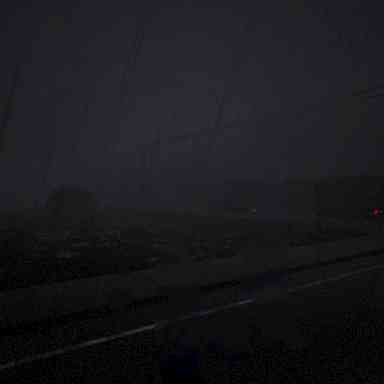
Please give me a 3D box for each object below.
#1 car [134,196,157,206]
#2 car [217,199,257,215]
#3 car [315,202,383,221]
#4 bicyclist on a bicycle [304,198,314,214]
[{"bbox_3d":[-7.123,1.359,50.536,2.097,1.767,4.553,0,0,-33],"label":"car"},{"bbox_3d":[4.462,1.500,33.370,2.128,1.511,4.902,0,0,-34],"label":"car"},{"bbox_3d":[13.052,1.554,27.679,2.033,1.411,5.357,0,0,-37],"label":"car"},{"bbox_3d":[12.189,1.447,34.646,1.656,1.620,0.582,-1,1,-35],"label":"bicyclist on a bicycle"}]
